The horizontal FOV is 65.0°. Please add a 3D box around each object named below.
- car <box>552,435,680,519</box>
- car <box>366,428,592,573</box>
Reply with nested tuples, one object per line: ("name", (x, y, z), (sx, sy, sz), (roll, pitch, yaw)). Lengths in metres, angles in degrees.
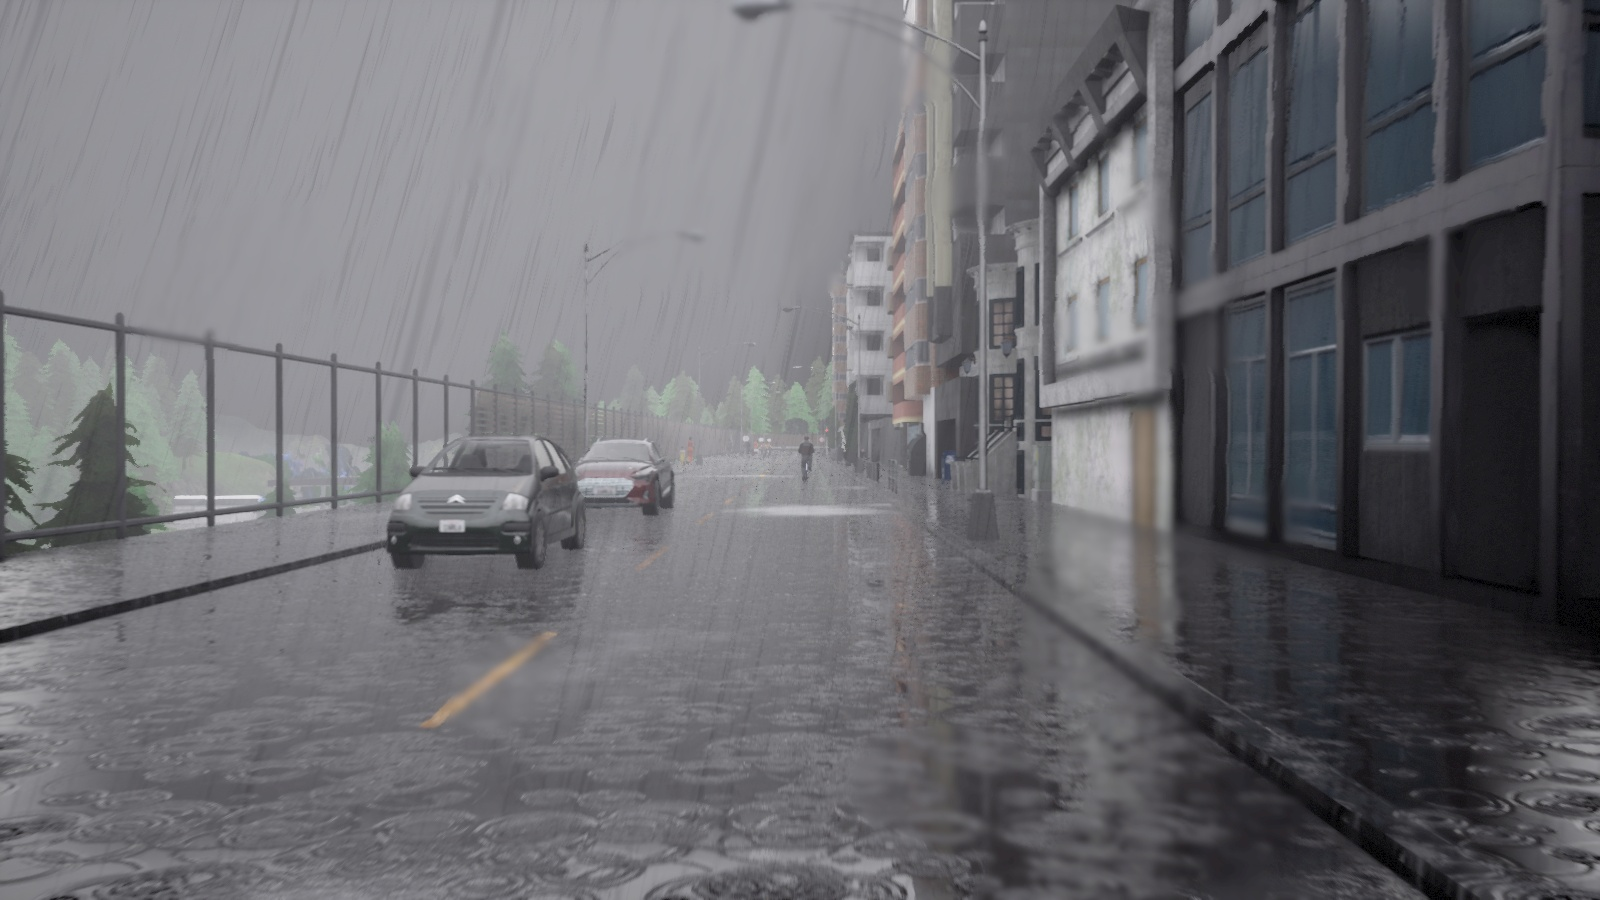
("car", (-3.850, 0.521, 27.099), (2.033, 1.649, 4.856), (0, 0, 0))
("car", (-3.906, 0.551, 15.985), (1.851, 1.617, 3.988), (0, 0, 0))
